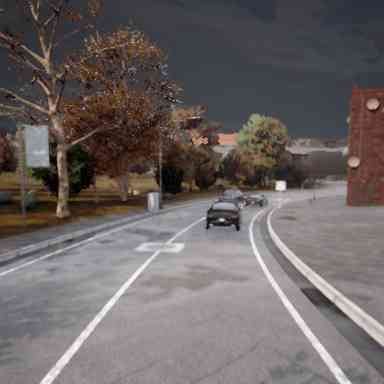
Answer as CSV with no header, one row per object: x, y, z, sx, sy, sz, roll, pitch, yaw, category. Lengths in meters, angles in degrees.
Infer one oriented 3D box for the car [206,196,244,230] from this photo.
2.014,1.273,19.971,1.882,1.535,5.008,1,1,10,car

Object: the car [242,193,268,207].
7.344,0.868,37.536,1.812,1.442,4.674,2,3,22,car

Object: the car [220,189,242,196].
4.869,0.470,41.016,2.097,1.767,4.553,3,3,24,car
